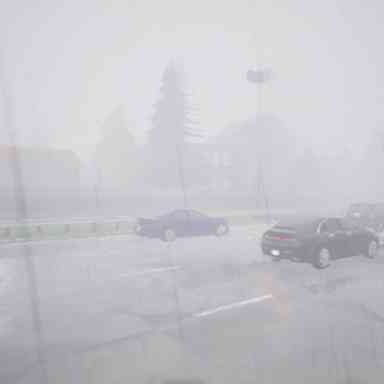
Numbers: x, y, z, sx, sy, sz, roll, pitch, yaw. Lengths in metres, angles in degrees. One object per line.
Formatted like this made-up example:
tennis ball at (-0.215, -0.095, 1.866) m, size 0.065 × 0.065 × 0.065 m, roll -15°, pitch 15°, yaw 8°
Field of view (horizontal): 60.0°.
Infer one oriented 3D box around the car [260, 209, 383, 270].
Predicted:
car at (4.418, 1.531, 11.194) m, size 4.892 × 1.490 × 1.837 m, roll 0°, pitch 0°, yaw -35°

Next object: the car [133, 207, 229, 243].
car at (-0.396, 1.501, 16.361) m, size 5.008 × 1.535 × 1.882 m, roll 0°, pitch 0°, yaw -35°

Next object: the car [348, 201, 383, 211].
car at (11.226, 1.405, 20.352) m, size 4.553 × 1.767 × 2.097 m, roll 0°, pitch 0°, yaw -35°
